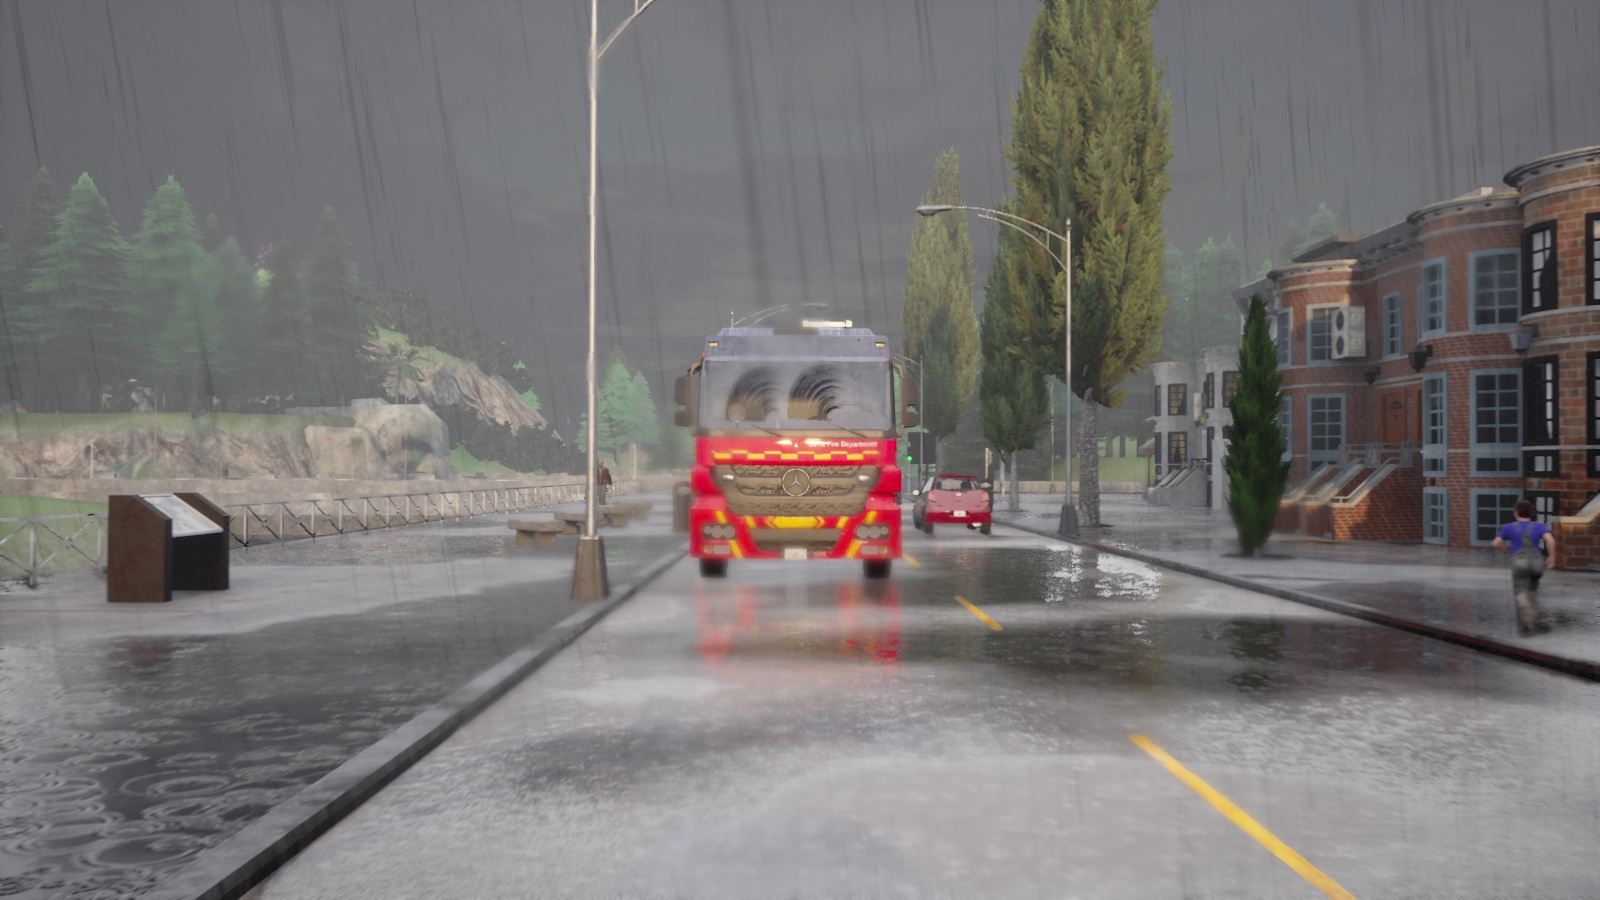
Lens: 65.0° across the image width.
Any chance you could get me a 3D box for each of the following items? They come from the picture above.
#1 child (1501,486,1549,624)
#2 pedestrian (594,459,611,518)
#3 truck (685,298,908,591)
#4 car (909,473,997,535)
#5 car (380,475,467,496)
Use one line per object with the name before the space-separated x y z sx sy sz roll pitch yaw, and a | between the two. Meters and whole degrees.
child | 6.813 0.975 11.806 0.270 1.263 0.437 0 -1 15
pedestrian | -6.225 1.213 39.607 0.376 1.854 0.720 0 -1 4
truck | -0.059 -0.004 20.641 2.891 3.827 8.468 0 -1 0
car | 3.914 1.360 32.696 1.845 1.501 3.633 0 -1 0
car | -25.677 2.402 85.820 5.357 1.411 2.033 0 -1 0
